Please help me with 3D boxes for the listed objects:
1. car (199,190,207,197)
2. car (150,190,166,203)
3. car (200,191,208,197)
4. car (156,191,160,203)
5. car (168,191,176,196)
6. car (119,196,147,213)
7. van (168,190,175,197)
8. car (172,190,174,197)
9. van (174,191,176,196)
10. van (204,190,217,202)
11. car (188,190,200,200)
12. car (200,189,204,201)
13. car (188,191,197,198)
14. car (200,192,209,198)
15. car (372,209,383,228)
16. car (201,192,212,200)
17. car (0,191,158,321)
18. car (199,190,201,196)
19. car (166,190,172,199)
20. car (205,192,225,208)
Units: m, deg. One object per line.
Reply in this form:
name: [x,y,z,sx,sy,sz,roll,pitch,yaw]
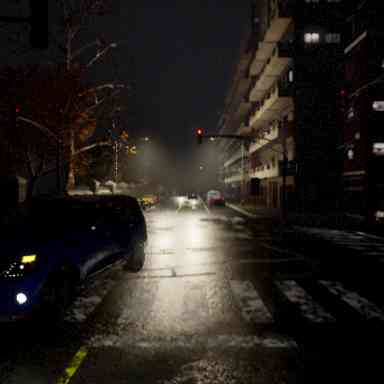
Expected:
car: [2.871,0.359,88.390,1.967,1.590,4.097,0,1,0]
car: [-5.589,0.688,48.998,2.192,1.841,5.009,0,1,0]
car: [2.859,0.525,82.762,1.887,1.381,4.507,0,1,0]
car: [-5.601,0.969,43.201,1.752,1.417,4.829,0,1,0]
car: [-5.499,0.407,94.038,2.008,1.369,4.403,0,1,0]
car: [-5.623,1.147,32.111,1.947,1.339,4.313,0,1,0]
van: [-5.509,0.259,88.405,1.690,1.788,3.998,0,1,0]
car: [-5.543,0.548,71.518,1.967,1.590,4.097,0,1,0]
van: [-5.521,0.321,82.777,1.690,1.788,3.998,0,1,0]
van: [2.780,0.784,43.351,1.690,1.788,3.998,0,1,0]
car: [0.122,0.780,60.813,2.033,1.411,5.357,0,1,0]
car: [2.803,0.747,54.612,1.967,1.590,4.097,0,1,0]
car: [0.145,0.489,71.229,1.837,1.490,4.892,0,1,0]
car: [2.847,0.594,77.132,2.008,1.369,4.403,0,1,0]
car: [13.505,1.338,19.751,5.009,1.841,2.192,1,0,0]
car: [2.825,0.719,65.872,1.887,1.381,4.507,0,1,0]
car: [-2.798,1.094,7.537,2.150,2.045,5.566,0,1,14]
car: [2.813,0.791,60.243,2.008,1.369,4.403,0,1,0]
car: [-5.555,0.613,65.889,1.967,1.590,4.097,0,1,0]
car: [2.768,1.057,37.723,1.887,1.381,4.507,0,1,0]
